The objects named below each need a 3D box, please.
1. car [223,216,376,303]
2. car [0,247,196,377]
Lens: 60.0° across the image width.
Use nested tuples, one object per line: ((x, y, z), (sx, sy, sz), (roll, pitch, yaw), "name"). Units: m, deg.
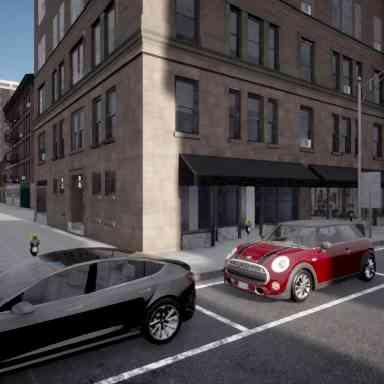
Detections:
((2.686, 1.440, 8.156), (4.097, 1.590, 1.967), (0, 0, -36), "car")
((-1.917, 1.566, 4.825), (4.313, 1.339, 1.947), (0, 0, -36), "car")
